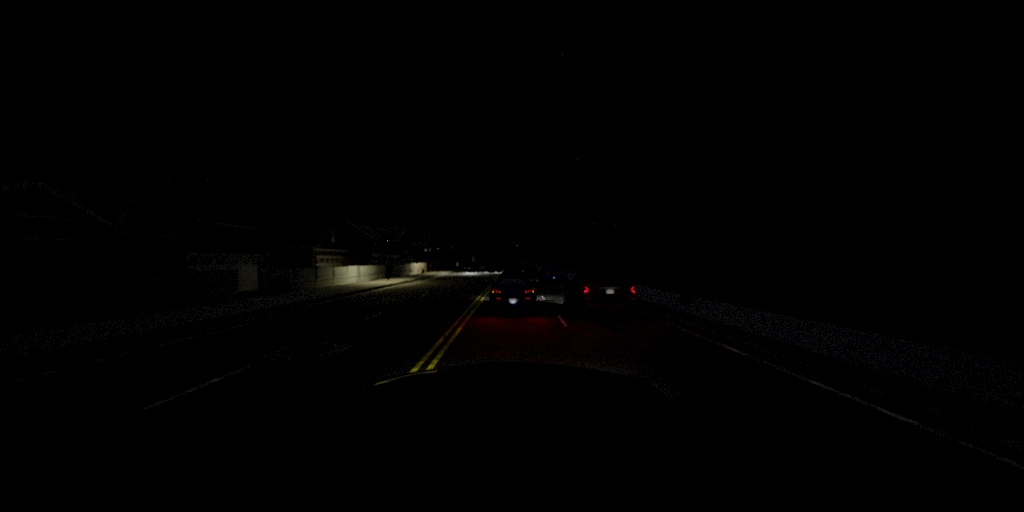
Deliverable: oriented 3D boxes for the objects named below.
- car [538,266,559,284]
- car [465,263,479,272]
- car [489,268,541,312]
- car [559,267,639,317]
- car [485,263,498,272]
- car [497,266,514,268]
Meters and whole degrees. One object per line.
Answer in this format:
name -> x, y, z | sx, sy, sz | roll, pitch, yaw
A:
car -> 3.308, 1.544, 30.363 | 1.882, 1.535, 5.008 | 0, 0, 0
car -> -6.555, 1.875, 58.571 | 2.128, 1.511, 4.902 | 0, -1, 0
car -> 0.054, 1.419, 14.911 | 1.812, 1.442, 4.674 | 0, 0, 0
car -> 3.299, 1.236, 14.105 | 2.097, 1.767, 4.553 | 0, -1, 0
car -> -3.304, 1.888, 58.570 | 1.837, 1.490, 4.892 | 0, -1, 0
car -> 0.052, 1.620, 29.357 | 1.994, 1.385, 4.181 | 0, -1, 1
